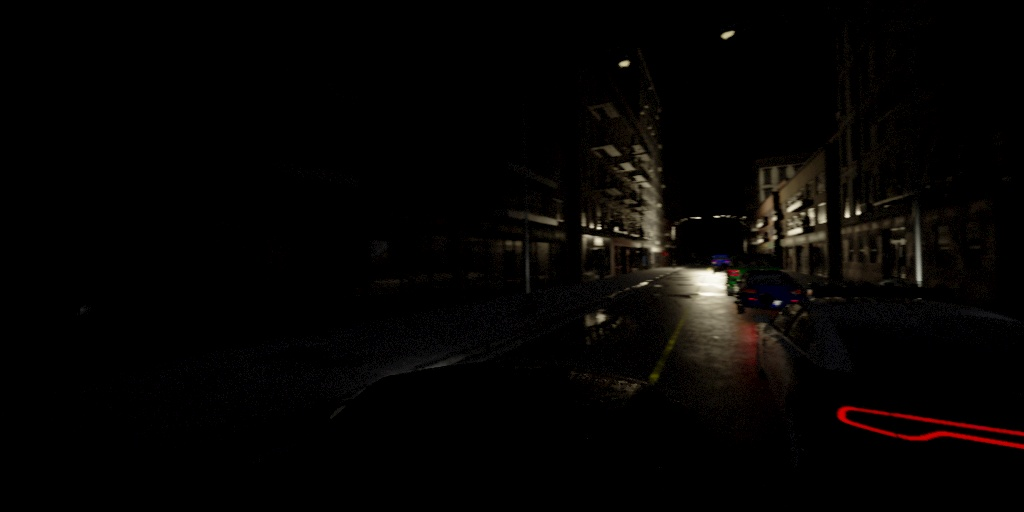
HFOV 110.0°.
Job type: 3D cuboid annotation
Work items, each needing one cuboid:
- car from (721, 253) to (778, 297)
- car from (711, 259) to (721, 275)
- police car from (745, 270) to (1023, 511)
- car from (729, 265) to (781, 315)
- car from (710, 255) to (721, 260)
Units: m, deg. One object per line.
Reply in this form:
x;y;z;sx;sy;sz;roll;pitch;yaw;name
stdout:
11.844;0.895;17.836;2.150;2.045;5.566;-1;-1;30;car
22.630;1.303;38.583;1.895;1.301;4.718;-1;-1;30;car
3.991;1.116;3.986;1.930;1.638;5.238;-1;-1;30;police car
8.873;1.201;12.588;1.812;1.442;4.674;-1;-1;30;car
28.854;0.946;49.643;2.150;2.045;5.566;-1;-1;30;car
